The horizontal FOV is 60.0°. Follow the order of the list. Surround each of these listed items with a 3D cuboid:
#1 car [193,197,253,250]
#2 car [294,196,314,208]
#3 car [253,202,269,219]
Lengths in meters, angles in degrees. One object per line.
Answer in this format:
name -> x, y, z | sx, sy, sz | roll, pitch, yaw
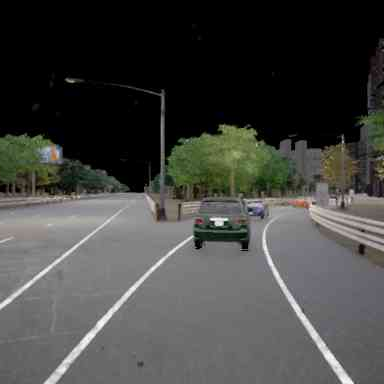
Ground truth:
car -> 1.472, 1.236, 14.668 | 2.150, 2.045, 5.566 | 0, 0, 11
car -> 16.989, 1.430, 50.076 | 2.097, 1.767, 4.553 | 0, 0, 35
car -> 5.602, 1.570, 29.192 | 1.812, 1.442, 4.674 | 0, 0, 20
